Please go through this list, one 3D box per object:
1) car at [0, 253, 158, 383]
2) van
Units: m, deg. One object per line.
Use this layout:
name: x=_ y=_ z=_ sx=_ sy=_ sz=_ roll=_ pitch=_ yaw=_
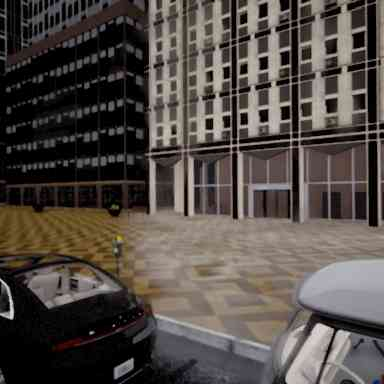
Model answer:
car: x=-2.462 y=1.547 z=4.636 sx=4.403 sy=1.369 sz=2.008 roll=0 pitch=0 yaw=35
van: x=2.172 y=1.342 z=1.336 sx=3.998 sy=1.788 sz=1.690 roll=0 pitch=0 yaw=35
